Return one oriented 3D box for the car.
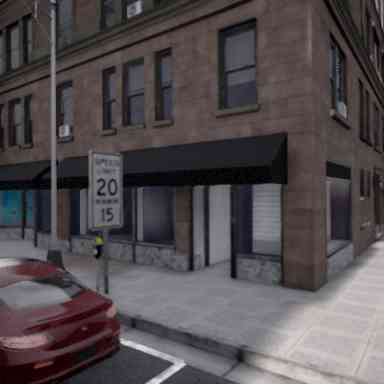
[{"bbox_3d":[-2.839,1.628,4.832,4.206,1.307,1.802,-1,0,35],"label":"car"}]
